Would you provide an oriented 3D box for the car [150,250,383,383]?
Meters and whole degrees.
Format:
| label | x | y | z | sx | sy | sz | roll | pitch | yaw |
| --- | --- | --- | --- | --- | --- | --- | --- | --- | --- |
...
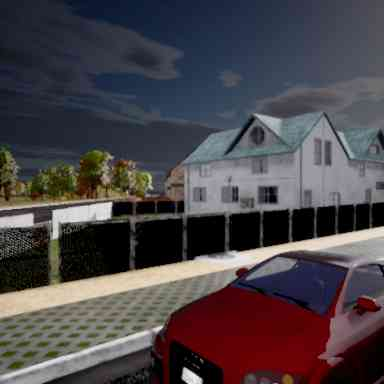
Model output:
| label | x | y | z | sx | sy | sz | roll | pitch | yaw |
| --- | --- | --- | --- | --- | --- | --- | --- | --- | --- |
| car | 1.564 | 1.519 | 4.294 | 4.181 | 1.385 | 1.994 | -1 | 0 | -38 |
